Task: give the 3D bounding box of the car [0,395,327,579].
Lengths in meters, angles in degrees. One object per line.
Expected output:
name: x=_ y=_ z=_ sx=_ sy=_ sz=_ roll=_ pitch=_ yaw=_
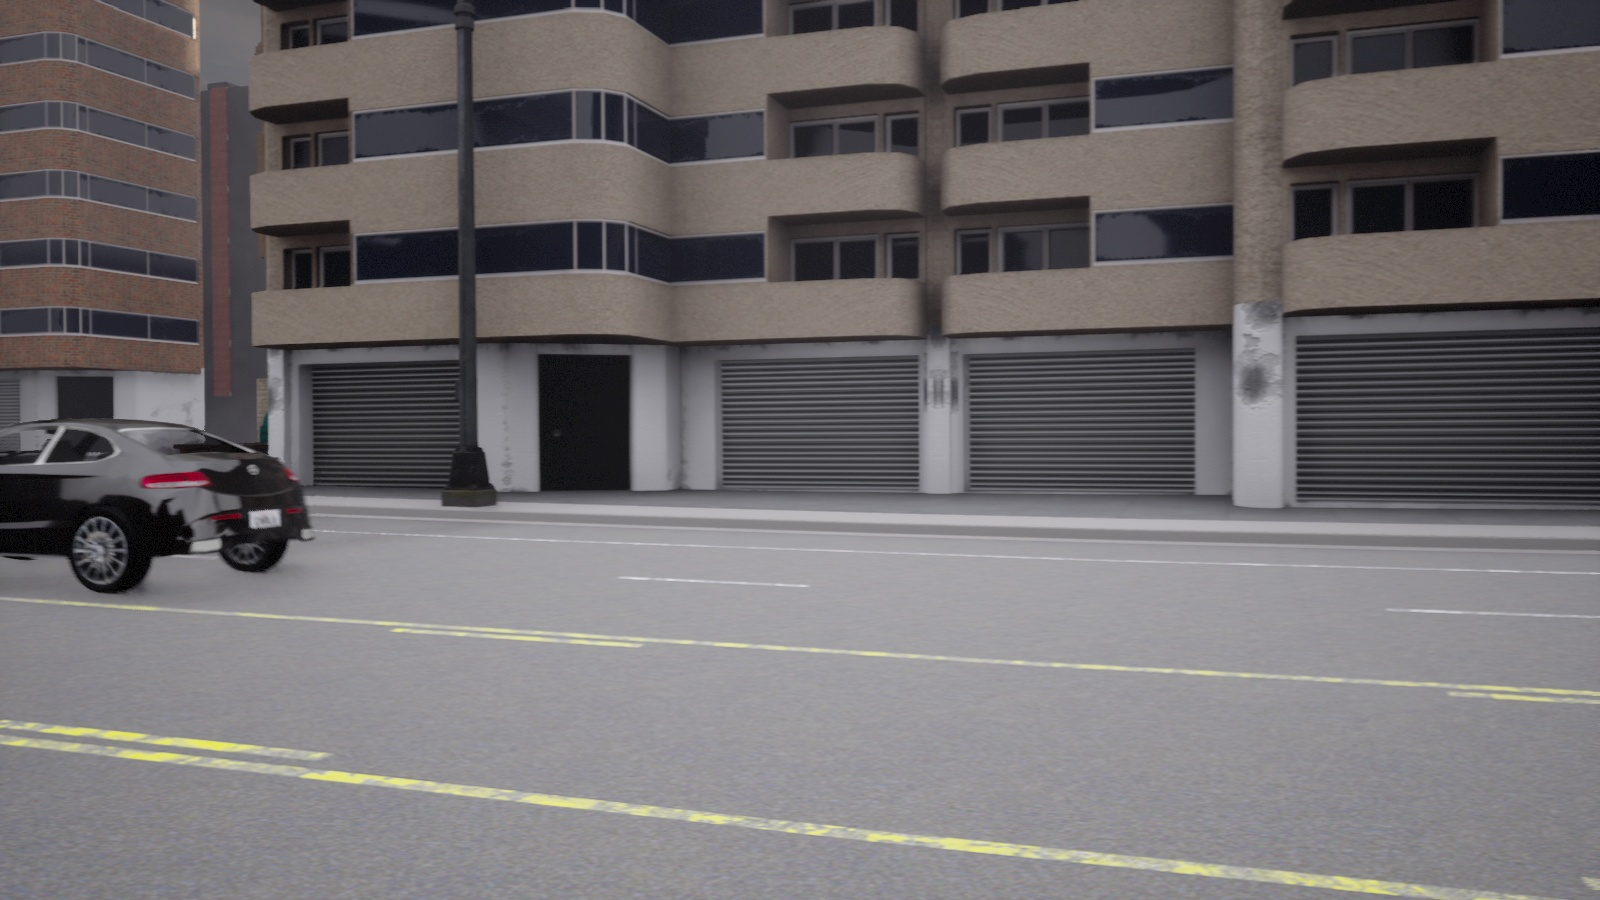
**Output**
car: x=-7.787 y=0.277 z=13.194 sx=5.027 sy=1.651 sz=2.152 roll=1 pitch=1 yaw=19
